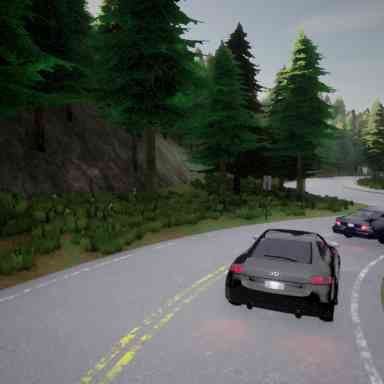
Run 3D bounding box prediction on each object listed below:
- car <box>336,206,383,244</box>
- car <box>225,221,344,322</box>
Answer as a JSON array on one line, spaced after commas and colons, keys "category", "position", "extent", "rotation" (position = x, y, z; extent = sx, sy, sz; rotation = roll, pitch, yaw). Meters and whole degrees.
[{"category": "car", "position": [8.624, 1.372, 14.989], "extent": [5.357, 1.411, 2.033], "rotation": [-1, 5, -33]}, {"category": "car", "position": [2.226, 1.531, 7.475], "extent": [1.994, 1.385, 4.181], "rotation": [2, 2, 24]}]
